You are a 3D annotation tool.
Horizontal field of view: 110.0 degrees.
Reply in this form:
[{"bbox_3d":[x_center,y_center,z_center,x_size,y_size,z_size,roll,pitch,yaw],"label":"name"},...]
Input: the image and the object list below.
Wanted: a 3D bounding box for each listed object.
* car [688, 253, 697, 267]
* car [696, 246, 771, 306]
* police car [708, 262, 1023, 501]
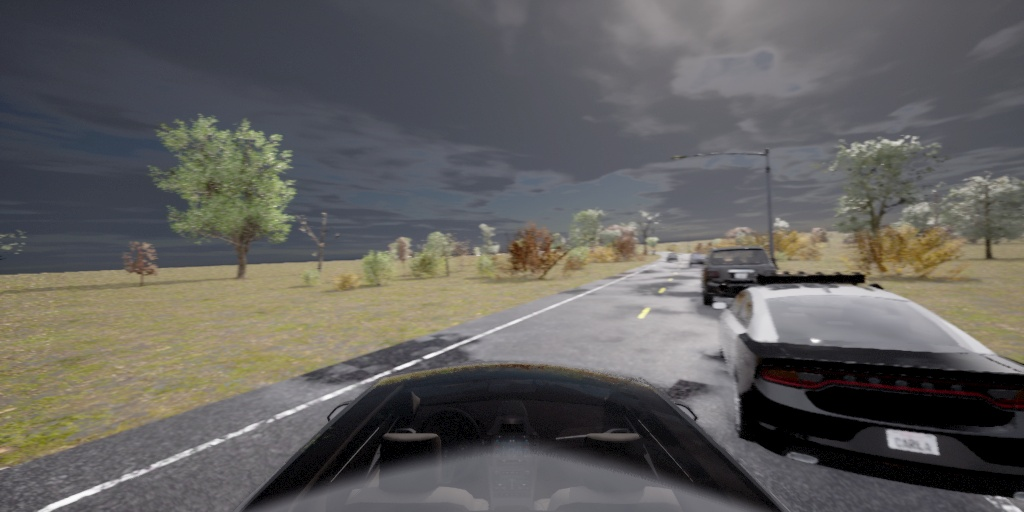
[{"bbox_3d":[22.346,0.494,43.276,2.033,1.411,5.357,-3,0,28],"label":"car"},{"bbox_3d":[8.371,0.670,13.598,2.150,2.045,5.566,-3,0,27],"label":"car"},{"bbox_3d":[3.888,1.024,4.753,1.930,1.638,5.238,-3,0,27],"label":"police car"}]
